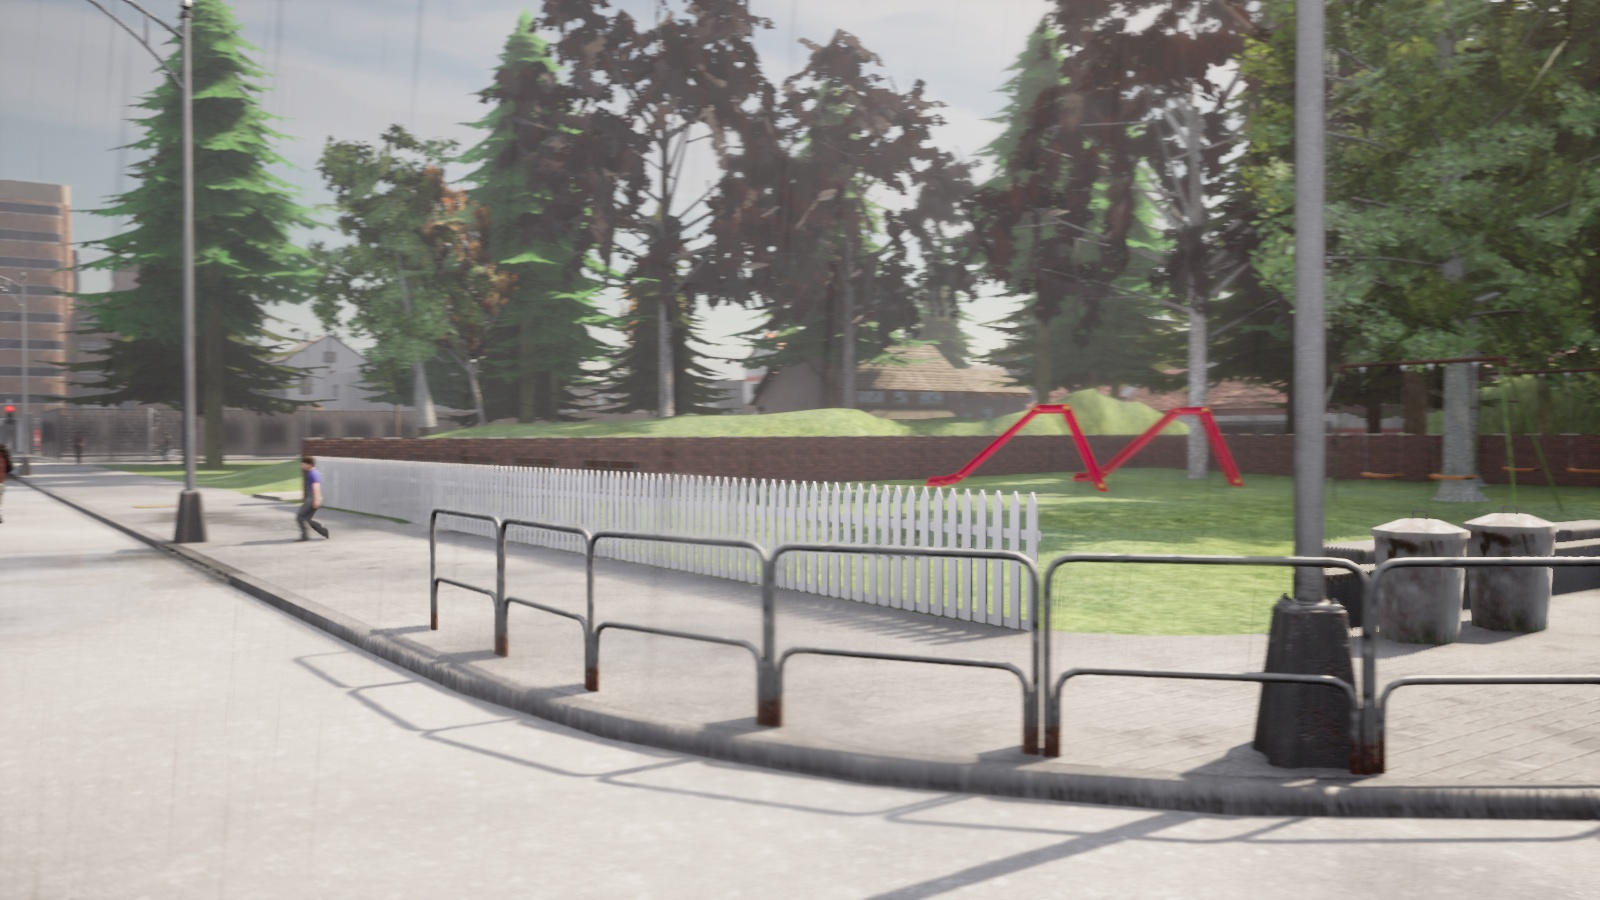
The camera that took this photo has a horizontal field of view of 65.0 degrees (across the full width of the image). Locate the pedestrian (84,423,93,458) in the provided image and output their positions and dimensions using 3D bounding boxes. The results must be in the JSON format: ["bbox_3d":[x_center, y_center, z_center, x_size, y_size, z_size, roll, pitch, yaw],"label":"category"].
[{"bbox_3d":[-36.584,-0.491,64.554,0.328,1.805,0.869,0,1,-26],"label":"pedestrian"}]

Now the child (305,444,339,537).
[{"bbox_3d":[-6.616,0.554,17.391,0.437,1.263,0.270,0,1,-19],"label":"child"}]
